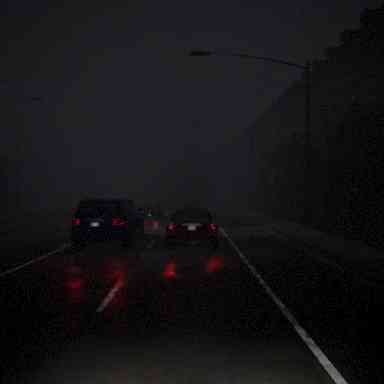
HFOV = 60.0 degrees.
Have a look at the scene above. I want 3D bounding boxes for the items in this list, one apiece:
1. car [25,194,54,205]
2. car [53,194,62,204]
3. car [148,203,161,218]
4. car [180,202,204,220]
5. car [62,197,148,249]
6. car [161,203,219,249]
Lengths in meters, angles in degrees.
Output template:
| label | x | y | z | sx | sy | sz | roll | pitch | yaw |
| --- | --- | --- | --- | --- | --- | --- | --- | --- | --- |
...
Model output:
| label | x | y | z | sx | sy | sz | roll | pitch | yaw |
| --- | --- | --- | --- | --- | --- | --- | --- | --- | --- |
| car | -27.105 | 1.560 | 58.306 | 4.892 | 1.490 | 1.837 | 0 | 0 | 24 |
| car | -25.664 | 1.327 | 61.496 | 5.566 | 2.045 | 2.150 | 0 | 0 | 24 |
| car | -3.500 | 1.616 | 29.680 | 1.895 | 1.301 | 4.718 | 0 | 0 | 0 |
| car | 0.000 | 1.616 | 29.680 | 1.895 | 1.301 | 4.718 | 0 | 0 | 0 |
| car | -3.500 | 1.258 | 14.680 | 2.150 | 2.045 | 5.566 | 0 | 0 | 0 |
| car | 0.000 | 1.366 | 14.620 | 2.097 | 1.767 | 4.553 | 0 | 0 | 0 |
